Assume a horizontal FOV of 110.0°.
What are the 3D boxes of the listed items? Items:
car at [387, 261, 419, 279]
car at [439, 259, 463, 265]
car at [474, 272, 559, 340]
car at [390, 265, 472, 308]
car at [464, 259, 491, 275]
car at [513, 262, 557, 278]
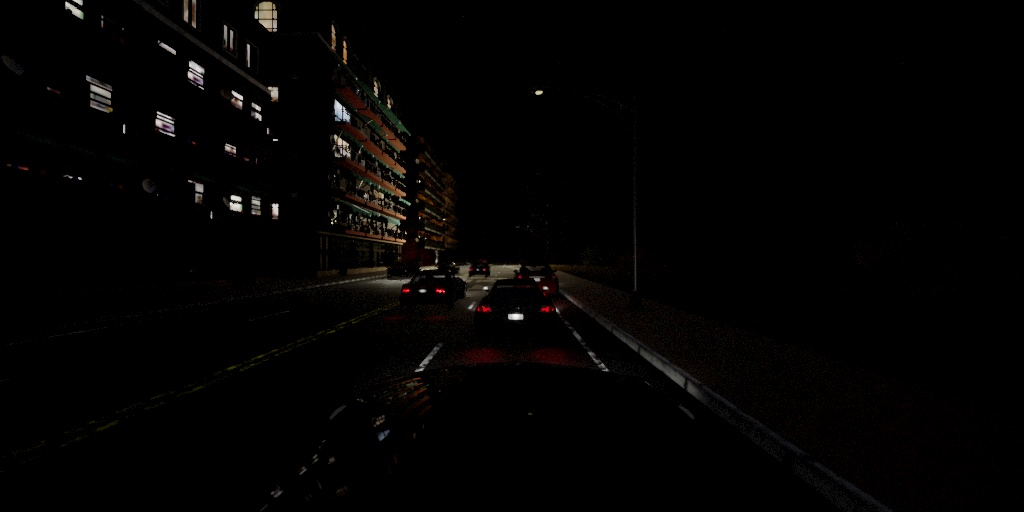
[{"bbox_3d":[-9.829,1.230,32.756,1.882,1.535,5.008,0,0,0],"label":"car"},{"bbox_3d":[-6.577,1.316,36.896,1.994,1.385,4.181,0,0,0],"label":"car"},{"bbox_3d":[0.100,1.315,9.944,1.994,1.385,4.181,0,0,0],"label":"car"},{"bbox_3d":[-3.145,1.299,15.241,2.033,1.411,5.357,0,0,1],"label":"car"},{"bbox_3d":[-3.129,1.300,35.261,2.033,1.411,5.357,0,0,0],"label":"car"},{"bbox_3d":[1.148,1.103,18.524,2.097,1.767,4.553,0,0,0],"label":"car"}]
